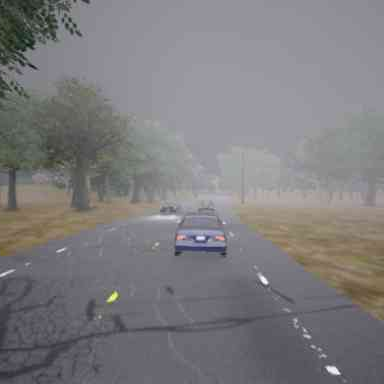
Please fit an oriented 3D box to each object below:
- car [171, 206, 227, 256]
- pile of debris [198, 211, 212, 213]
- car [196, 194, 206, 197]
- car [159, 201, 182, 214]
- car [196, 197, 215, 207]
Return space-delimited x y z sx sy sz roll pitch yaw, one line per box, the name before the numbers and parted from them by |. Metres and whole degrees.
car | 0.350 1.497 12.911 2.033 1.411 5.357 1 0 2
pile of debris | 1.439 2.214 36.598 1.500 0.140 1.860 0 0 4
car | 2.059 1.308 76.261 2.097 1.767 4.553 0 0 6
car | -2.230 1.626 35.378 1.895 1.301 4.718 0 0 4
car | 1.644 1.586 37.634 2.033 1.411 5.357 0 0 4
